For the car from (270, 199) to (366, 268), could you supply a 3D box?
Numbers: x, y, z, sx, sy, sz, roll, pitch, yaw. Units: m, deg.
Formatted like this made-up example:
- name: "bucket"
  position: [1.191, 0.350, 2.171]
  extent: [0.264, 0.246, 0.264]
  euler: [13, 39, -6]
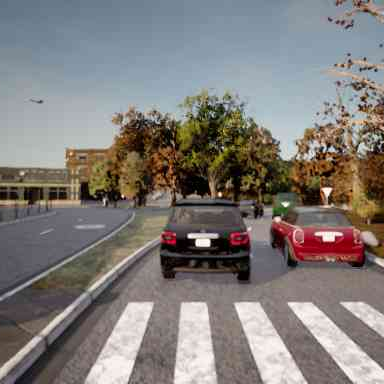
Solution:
- name: "car"
  position: [3.925, 1.268, 11.173]
  extent: [2.097, 1.767, 4.553]
  euler: [0, 0, 5]

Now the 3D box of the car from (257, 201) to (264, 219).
- name: "car"
  position: [4.907, 1.410, 28.117]
  extent: [2.128, 1.511, 4.902]
  euler: [-1, -1, 21]

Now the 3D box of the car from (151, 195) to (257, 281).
- name: "car"
  position: [0.481, 1.158, 9.815]
  extent: [2.150, 2.045, 5.566]
  euler: [0, 1, 5]

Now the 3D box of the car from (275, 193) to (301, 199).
- name: "car"
  position: [7.848, 1.111, 26.837]
  extent: [2.150, 2.045, 5.566]
  euler: [-1, -1, 21]

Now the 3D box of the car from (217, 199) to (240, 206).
- name: "car"
  position: [8.292, 2.400, 74.844]
  extent: [4.892, 1.490, 1.837]
  euler: [-1, -2, 37]
